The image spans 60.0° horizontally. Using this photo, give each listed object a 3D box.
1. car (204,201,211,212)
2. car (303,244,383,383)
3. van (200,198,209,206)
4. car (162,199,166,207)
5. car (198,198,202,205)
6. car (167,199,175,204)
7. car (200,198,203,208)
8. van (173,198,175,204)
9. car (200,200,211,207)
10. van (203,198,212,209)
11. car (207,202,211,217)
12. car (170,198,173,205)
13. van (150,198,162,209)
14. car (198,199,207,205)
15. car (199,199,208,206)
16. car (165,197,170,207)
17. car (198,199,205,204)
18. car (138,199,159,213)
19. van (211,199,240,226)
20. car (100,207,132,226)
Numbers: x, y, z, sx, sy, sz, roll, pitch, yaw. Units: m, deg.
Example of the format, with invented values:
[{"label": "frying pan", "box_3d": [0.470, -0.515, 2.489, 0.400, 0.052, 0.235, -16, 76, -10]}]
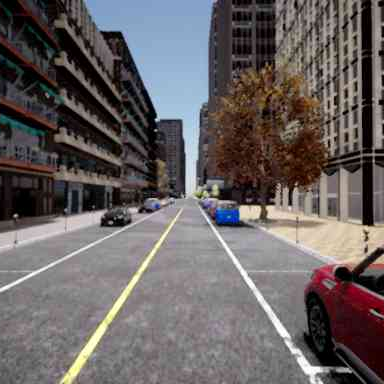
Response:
[{"label": "car", "box_3d": [2.632, 1.940, 37.001, 1.802, 1.307, 4.206, 0, -1, 0]}, {"label": "car", "box_3d": [2.690, 1.342, 3.025, 2.192, 1.841, 5.009, 0, -1, 0]}, {"label": "van", "box_3d": [2.576, 2.098, 70.981, 1.690, 1.788, 3.998, 0, -1, 0]}, {"label": "car", "box_3d": [-5.776, 2.097, 53.976, 2.008, 1.369, 4.403, 0, -1, 0]}, {"label": "car", "box_3d": [2.594, 2.165, 59.652, 2.008, 1.369, 4.403, 0, -1, 0]}, {"label": "car", "box_3d": [-5.841, 2.611, 93.619, 1.947, 1.339, 4.313, 0, -1, 0]}, {"label": "car", "box_3d": [2.604, 2.127, 53.989, 1.802, 1.307, 4.206, 0, -1, 0]}, {"label": "van", "box_3d": [-5.823, 2.243, 82.295, 1.690, 1.788, 3.998, 0, -1, 0]}, {"label": "car", "box_3d": [2.585, 2.236, 65.315, 2.008, 1.369, 4.403, 0, -1, 0]}, {"label": "van", "box_3d": [2.623, 1.758, 42.667, 1.690, 1.788, 3.998, 0, -1, 0]}, {"label": "car", "box_3d": [2.642, 1.883, 31.339, 1.802, 1.307, 4.206, 0, -1, 0]}, {"label": "car", "box_3d": [-5.804, 2.309, 70.965, 2.008, 1.369, 4.403, 0, -1, 0]}, {"label": "van", "box_3d": [-5.766, 1.822, 48.317, 1.690, 1.788, 3.998, 0, -1, 0]}, {"label": "car", "box_3d": [2.558, 2.451, 82.306, 2.008, 1.369, 4.403, 0, -1, 0]}, {"label": "car", "box_3d": [2.567, 2.373, 76.642, 1.887, 1.381, 4.507, 0, -1, 0]}, {"label": "car", "box_3d": [-5.795, 2.209, 65.131, 1.752, 1.417, 4.829, 0, -1, 0]}, {"label": "car", "box_3d": [2.539, 2.588, 93.633, 1.887, 1.381, 4.507, 0, -1, 0]}, {"label": "car", "box_3d": [-5.757, 1.984, 42.650, 1.947, 1.339, 4.313, 0, -1, 0]}, {"label": "van", "box_3d": [2.652, 1.585, 25.678, 1.690, 1.788, 3.998, 0, -1, 0]}, {"label": "car", "box_3d": [-5.729, 1.811, 25.662, 1.947, 1.339, 4.313, 0, -1, 0]}]
